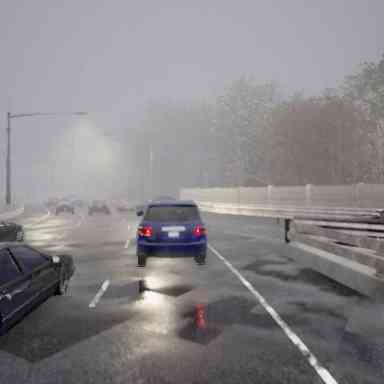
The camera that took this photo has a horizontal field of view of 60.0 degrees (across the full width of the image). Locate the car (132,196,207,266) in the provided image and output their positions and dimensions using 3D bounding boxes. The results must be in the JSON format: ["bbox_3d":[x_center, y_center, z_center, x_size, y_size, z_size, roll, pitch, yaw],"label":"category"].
[{"bbox_3d":[-0.819,1.295,12.076,2.150,2.045,5.566,0,0,-6],"label":"car"}]

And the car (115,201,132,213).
[{"bbox_3d":[-8.380,1.809,41.357,1.994,1.385,4.181,0,0,-22],"label":"car"}]

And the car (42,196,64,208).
[{"bbox_3d":[-23.257,1.683,55.273,2.097,1.767,4.553,0,0,-31],"label":"car"}]

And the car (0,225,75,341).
[{"bbox_3d":[-3.653,1.583,5.706,2.033,1.411,5.357,0,0,-3],"label":"car"}]

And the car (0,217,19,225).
[{"bbox_3d":[-7.881,1.567,12.269,2.128,1.511,4.902,0,0,-7],"label":"car"}]

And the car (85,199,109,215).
[{"bbox_3d":[-10.462,1.573,37.074,2.097,1.767,4.553,0,0,-20],"label":"car"}]

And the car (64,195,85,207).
[{"bbox_3d":[-20.180,1.817,56.972,1.882,1.535,5.008,0,0,-31],"label":"car"}]

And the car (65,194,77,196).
[{"bbox_3d":[-26.208,1.506,71.418,2.150,2.045,5.566,0,0,-42],"label":"car"}]

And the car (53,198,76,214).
[{"bbox_3d":[-14.573,1.753,38.098,1.812,1.442,4.674,0,0,-22],"label":"car"}]

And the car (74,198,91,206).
[{"bbox_3d":[-21.626,1.956,65.373,1.994,1.385,4.181,0,-1,-36],"label":"car"}]

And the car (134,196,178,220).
[{"bbox_3d":[-3.525,1.419,31.528,2.150,2.045,5.566,0,0,-28],"label":"car"}]

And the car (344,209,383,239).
[{"bbox_3d":[8.897,1.412,13.472,2.150,2.045,5.566,0,-1,-41],"label":"car"}]

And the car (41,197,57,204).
[{"bbox_3d":[-34.544,2.034,80.410,4.181,1.385,1.994,0,0,43],"label":"car"}]
